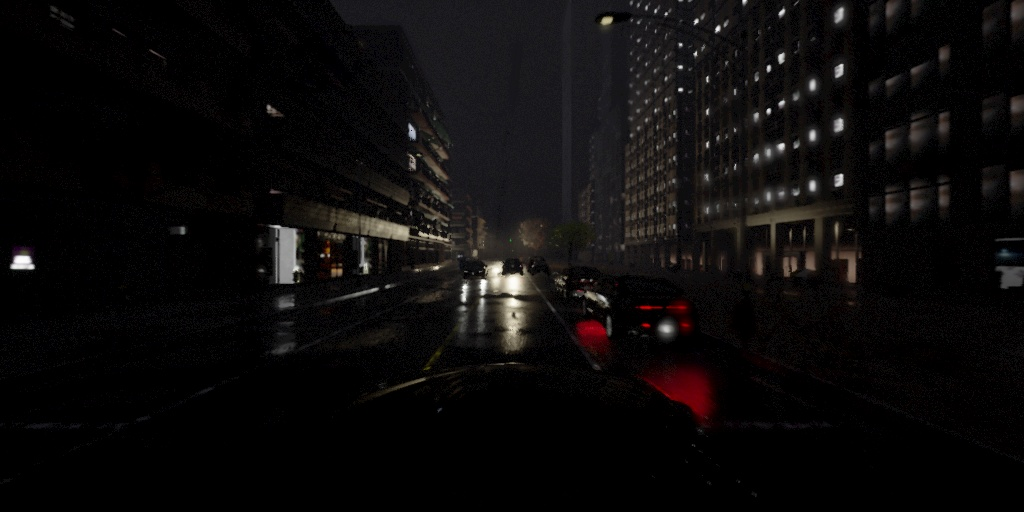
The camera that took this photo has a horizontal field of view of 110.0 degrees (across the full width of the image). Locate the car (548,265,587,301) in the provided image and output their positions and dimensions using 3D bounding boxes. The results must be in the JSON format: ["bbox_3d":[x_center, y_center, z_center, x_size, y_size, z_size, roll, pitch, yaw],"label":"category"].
[{"bbox_3d":[3.092,1.199,16.832,1.837,1.490,4.892,0,0,-2],"label":"car"}]

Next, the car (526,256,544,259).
[{"bbox_3d":[2.688,0.929,40.161,2.192,1.841,5.009,0,0,0],"label":"car"}]

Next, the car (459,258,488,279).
[{"bbox_3d":[-3.099,1.150,30.876,1.837,1.490,4.892,0,0,0],"label":"car"}]

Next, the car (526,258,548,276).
[{"bbox_3d":[2.688,1.183,34.637,2.007,1.370,4.403,0,0,0],"label":"car"}]

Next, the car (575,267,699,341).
[{"bbox_3d":[3.145,1.223,9.713,1.837,1.490,4.892,0,0,0],"label":"car"}]

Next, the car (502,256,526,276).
[{"bbox_3d":[0.071,0.979,36.013,2.097,1.767,4.553,0,0,0],"label":"car"}]

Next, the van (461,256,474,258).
[{"bbox_3d":[-5.694,0.937,45.683,1.690,1.789,3.998,0,0,0],"label":"van"}]
